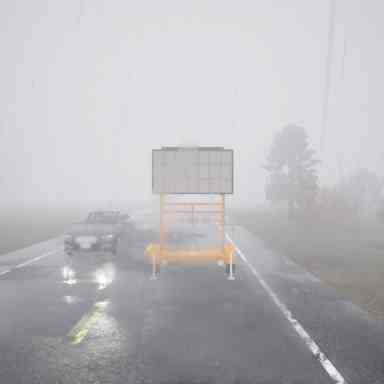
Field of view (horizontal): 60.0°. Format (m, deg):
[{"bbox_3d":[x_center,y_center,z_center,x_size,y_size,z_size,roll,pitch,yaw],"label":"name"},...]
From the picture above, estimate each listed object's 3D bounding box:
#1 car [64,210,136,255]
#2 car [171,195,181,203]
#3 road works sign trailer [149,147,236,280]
[{"bbox_3d":[-3.474,1.493,13.309,2.128,1.511,4.902,0,0,0],"label":"car"},{"bbox_3d":[-3.360,1.403,71.537,2.097,1.767,4.553,0,0,0],"label":"car"},{"bbox_3d":[0.019,0.465,9.945,2.380,3.560,2.880,0,0,0],"label":"road works sign trailer"}]
